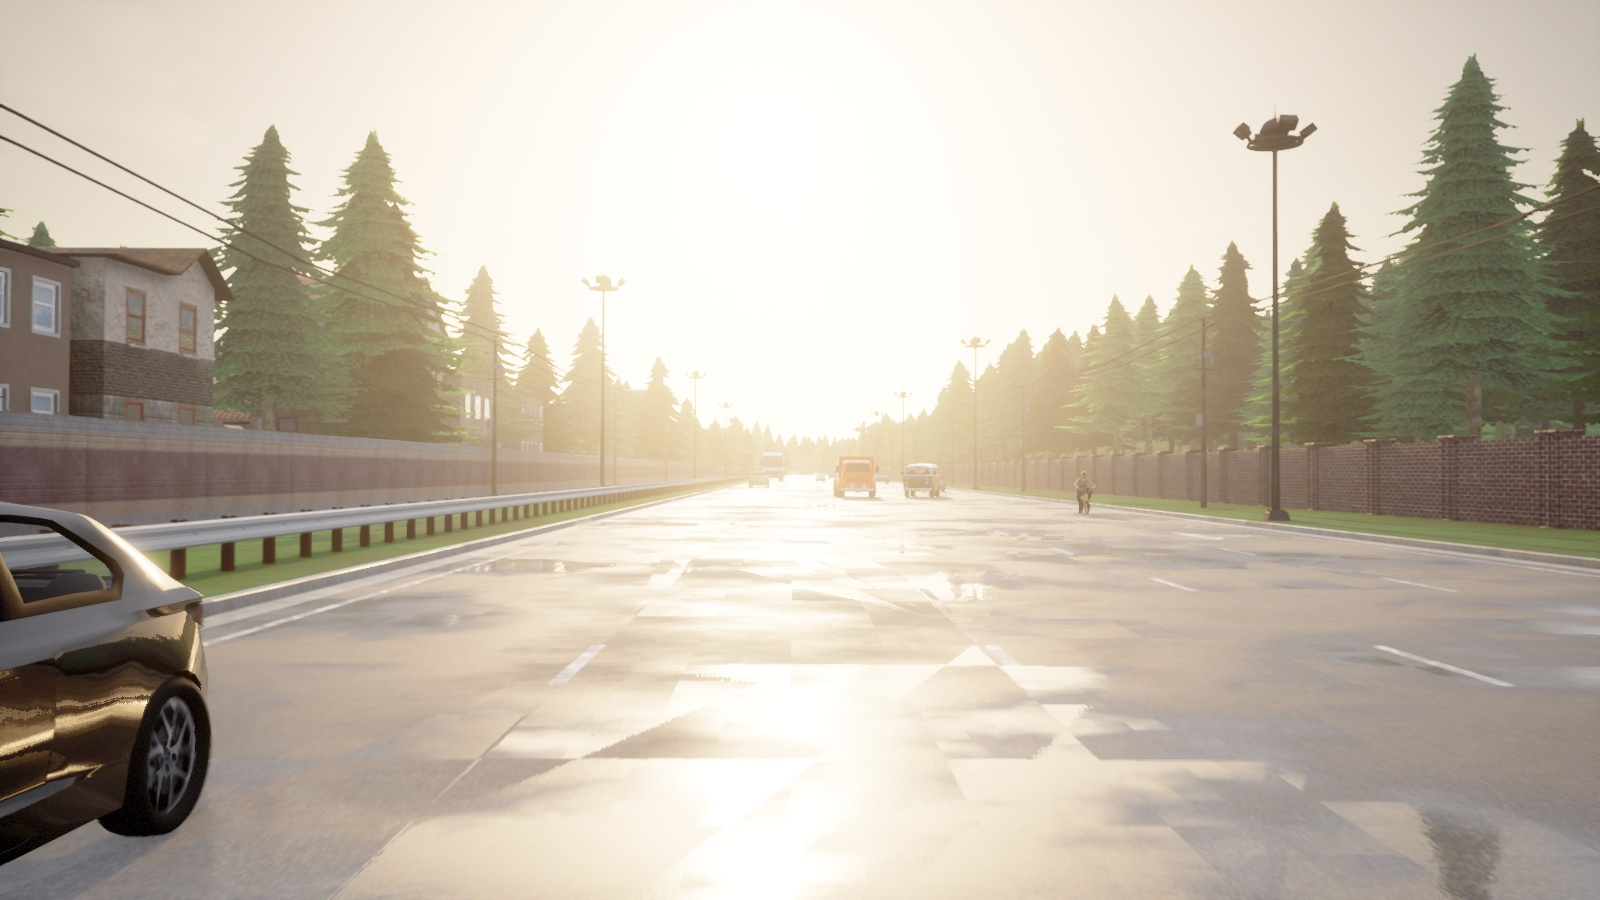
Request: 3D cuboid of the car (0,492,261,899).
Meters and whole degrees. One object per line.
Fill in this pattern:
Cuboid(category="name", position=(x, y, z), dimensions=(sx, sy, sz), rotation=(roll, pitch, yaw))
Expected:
Cuboid(category="car", position=(-3.509, 0.907, 3.968), dimensions=(1.816, 1.474, 4.193), rotation=(0, -1, 0))

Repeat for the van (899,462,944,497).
Cuboid(category="van", position=(7.359, 1.770, 75.879), dimensions=(2.069, 2.038, 4.480), rotation=(-1, -1, 13))

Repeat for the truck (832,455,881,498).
Cuboid(category="truck", position=(3.327, 1.558, 74.884), dimensions=(2.627, 2.467, 5.204), rotation=(0, -1, 0))

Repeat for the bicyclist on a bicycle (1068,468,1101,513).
Cuboid(category="bicyclist on a bicycle", position=(10.400, 1.475, 45.917), dimensions=(0.866, 1.612, 1.509), rotation=(0, -1, 0))
